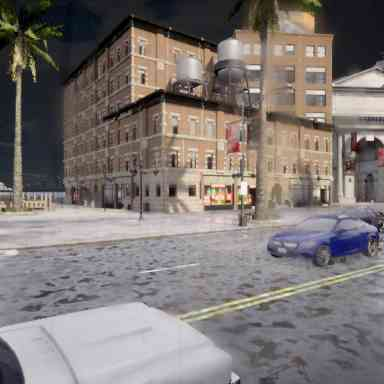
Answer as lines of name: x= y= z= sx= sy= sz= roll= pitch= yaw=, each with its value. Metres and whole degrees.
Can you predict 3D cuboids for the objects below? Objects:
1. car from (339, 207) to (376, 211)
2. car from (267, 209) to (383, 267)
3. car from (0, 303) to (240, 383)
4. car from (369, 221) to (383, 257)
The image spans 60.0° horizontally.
car: x=9.140 y=1.547 z=18.825 sx=5.357 sy=1.411 sz=2.033 roll=0 pitch=0 yaw=-34
car: x=4.663 y=1.526 z=11.479 sx=4.674 sy=1.442 sz=1.812 roll=0 pitch=0 yaw=-35
car: x=-1.894 y=1.601 z=2.324 sx=4.718 sy=1.301 sz=1.895 roll=0 pitch=0 yaw=-36
car: x=6.703 y=1.505 z=8.384 sx=4.892 sy=1.490 sz=1.837 roll=0 pitch=0 yaw=-35
